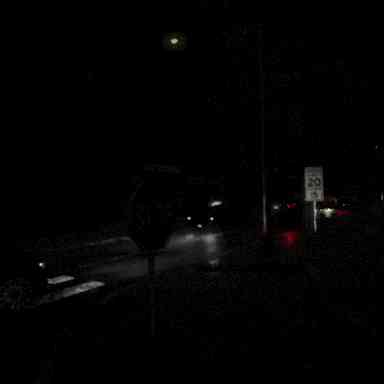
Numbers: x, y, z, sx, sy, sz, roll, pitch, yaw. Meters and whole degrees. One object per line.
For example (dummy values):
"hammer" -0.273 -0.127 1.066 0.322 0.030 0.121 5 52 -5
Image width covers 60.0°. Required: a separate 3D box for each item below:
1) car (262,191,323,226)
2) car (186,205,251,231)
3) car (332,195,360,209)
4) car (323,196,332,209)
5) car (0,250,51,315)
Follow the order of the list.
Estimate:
"car" 6.328 0.960 21.134 2.150 2.045 5.566 -2 -1 35
"car" 1.660 1.473 19.574 1.895 1.301 4.718 -2 0 35
"car" 17.272 1.115 36.804 1.837 1.490 4.892 -2 -1 35
"car" 15.895 1.169 39.880 1.882 1.535 5.008 -2 -1 35
"car" -4.740 1.484 5.238 2.128 1.511 4.902 -2 0 35
